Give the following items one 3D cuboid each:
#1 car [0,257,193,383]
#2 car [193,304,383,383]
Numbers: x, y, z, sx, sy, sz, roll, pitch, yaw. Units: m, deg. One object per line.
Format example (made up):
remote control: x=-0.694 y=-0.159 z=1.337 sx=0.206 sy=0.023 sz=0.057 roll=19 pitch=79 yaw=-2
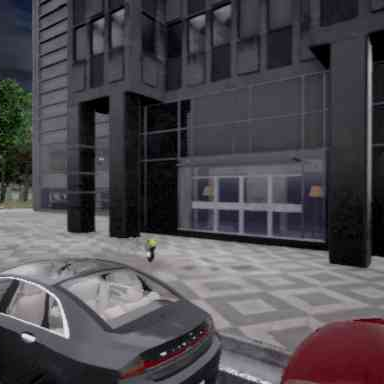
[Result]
car: x=-1.756 y=1.527 z=4.191 sx=4.403 sy=1.369 sz=2.008 roll=0 pitch=0 yaw=35
car: x=2.697 y=1.312 z=1.069 sx=5.009 sy=1.841 sz=2.192 roll=0 pitch=0 yaw=35
